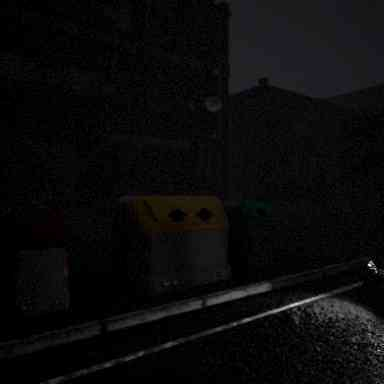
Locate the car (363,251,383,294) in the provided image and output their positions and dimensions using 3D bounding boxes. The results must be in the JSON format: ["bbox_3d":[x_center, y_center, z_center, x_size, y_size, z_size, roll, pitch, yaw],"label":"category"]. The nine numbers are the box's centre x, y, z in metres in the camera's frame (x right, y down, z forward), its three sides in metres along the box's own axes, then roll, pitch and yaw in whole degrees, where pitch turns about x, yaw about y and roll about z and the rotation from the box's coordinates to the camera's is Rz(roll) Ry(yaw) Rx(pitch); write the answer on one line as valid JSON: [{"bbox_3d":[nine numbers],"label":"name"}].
[{"bbox_3d":[5.759,1.479,7.490,4.674,1.442,1.812,0,0,-35],"label":"car"}]
